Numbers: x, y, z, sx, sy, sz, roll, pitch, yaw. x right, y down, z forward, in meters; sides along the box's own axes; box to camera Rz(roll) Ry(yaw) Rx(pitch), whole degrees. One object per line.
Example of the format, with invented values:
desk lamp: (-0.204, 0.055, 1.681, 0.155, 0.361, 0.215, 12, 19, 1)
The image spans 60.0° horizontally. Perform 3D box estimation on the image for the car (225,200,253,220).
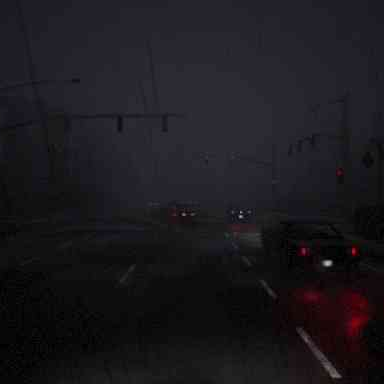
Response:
car: (3.758, 1.549, 27.307, 1.895, 1.301, 4.718, 0, 0, 2)

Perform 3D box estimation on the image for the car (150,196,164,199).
car: (-6.610, 1.427, 63.008, 2.033, 1.411, 5.357, 0, 0, 9)

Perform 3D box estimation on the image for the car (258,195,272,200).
car: (18.631, 1.429, 86.670, 4.718, 1.301, 1.895, 0, 0, -36)

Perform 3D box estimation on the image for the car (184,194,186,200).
car: (-1.686, 1.206, 78.220, 2.097, 1.767, 4.553, 0, 0, 25)

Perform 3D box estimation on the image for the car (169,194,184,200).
car: (-3.268, 1.484, 61.353, 1.895, 1.301, 4.718, 0, 0, 7)

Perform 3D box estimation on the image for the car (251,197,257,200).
car: (13.744, 1.373, 87.139, 5.357, 1.411, 2.033, 0, 0, -39)

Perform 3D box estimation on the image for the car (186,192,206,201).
car: (1.308, 1.079, 76.394, 2.150, 2.045, 5.566, 0, 0, 25)

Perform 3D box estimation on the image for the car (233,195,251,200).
car: (11.461, 1.372, 79.491, 1.812, 1.442, 4.674, 0, 0, 38)

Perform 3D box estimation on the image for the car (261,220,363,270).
car: (3.576, 1.580, 10.968, 1.895, 1.301, 4.718, 0, 0, 0)

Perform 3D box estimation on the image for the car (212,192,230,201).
car: (6.826, 1.074, 78.969, 2.150, 2.045, 5.566, 0, 0, 35)

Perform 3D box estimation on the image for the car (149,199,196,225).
car: (-1.452, 1.502, 23.846, 2.033, 1.411, 5.357, 0, 0, -21)
